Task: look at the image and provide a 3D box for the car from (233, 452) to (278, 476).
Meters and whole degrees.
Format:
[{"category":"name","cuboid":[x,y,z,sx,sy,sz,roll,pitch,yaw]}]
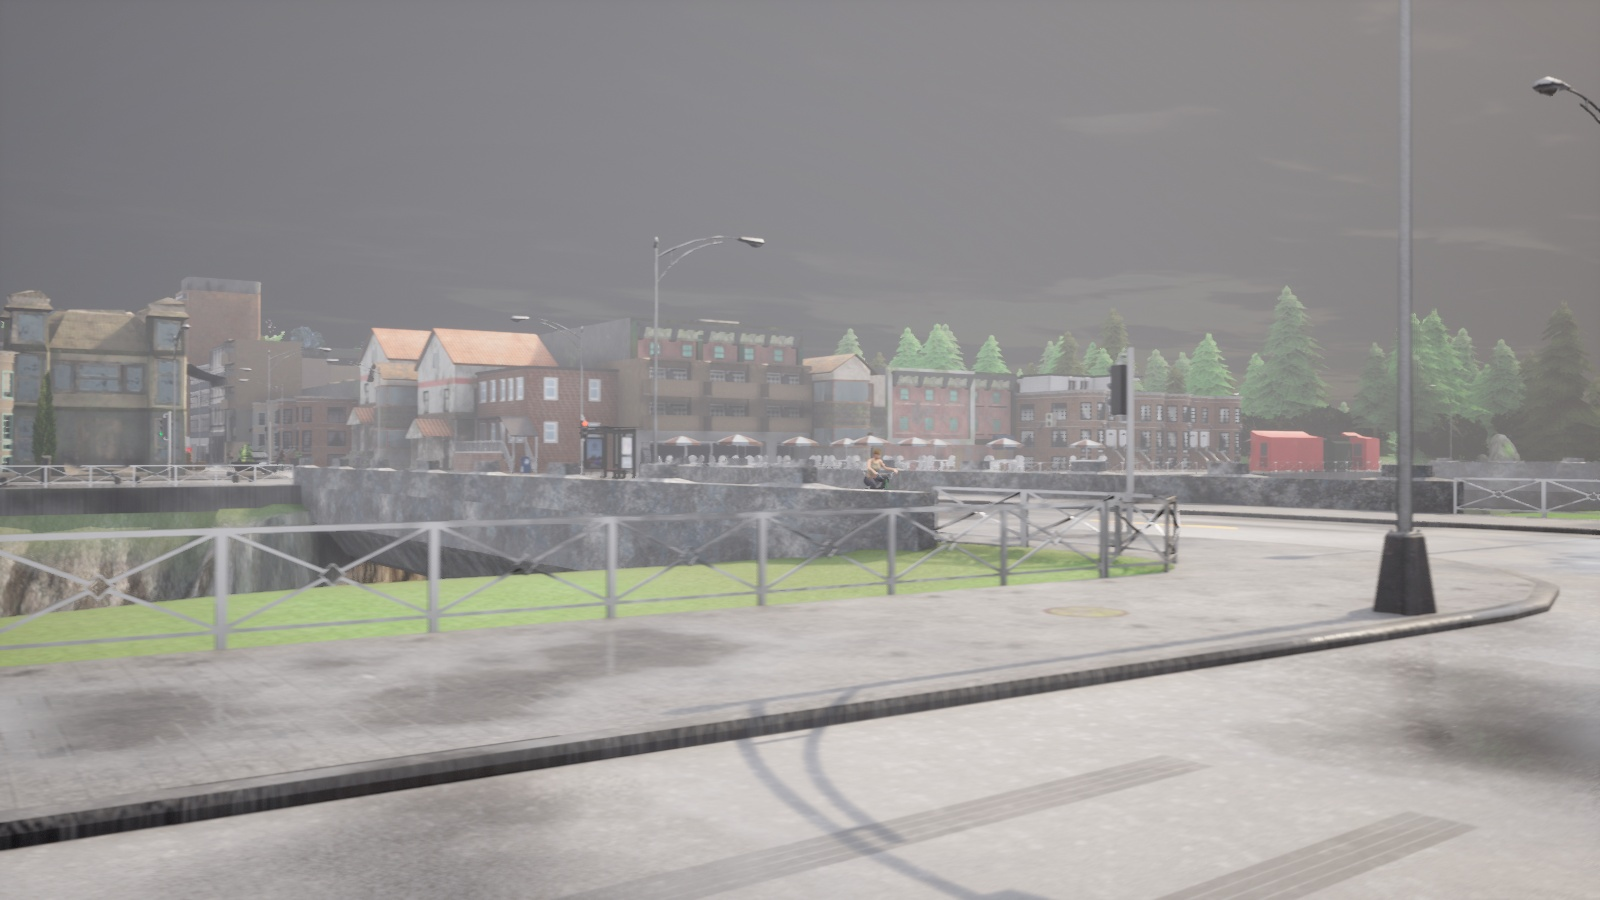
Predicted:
[{"category":"car","cuboid":[-38.787,0.979,89.401,2.033,1.649,4.856,0,0,-35]}]
